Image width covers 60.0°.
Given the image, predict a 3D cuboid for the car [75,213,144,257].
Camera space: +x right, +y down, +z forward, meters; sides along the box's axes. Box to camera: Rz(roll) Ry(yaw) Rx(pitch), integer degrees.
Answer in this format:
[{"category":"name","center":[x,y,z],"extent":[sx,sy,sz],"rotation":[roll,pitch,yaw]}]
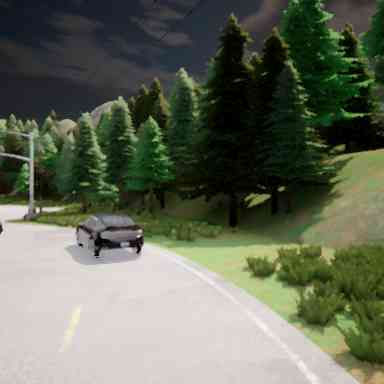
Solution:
[{"category":"car","center":[-3.504,1.633,13.693],"extent":[2.128,1.511,4.902],"rotation":[0,-1,-29]}]

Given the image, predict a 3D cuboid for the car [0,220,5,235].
[{"category":"car","center":[-12.497,1.758,19.024],"extent":[4.181,1.385,1.994],"rotation":[-1,-1,38]}]
